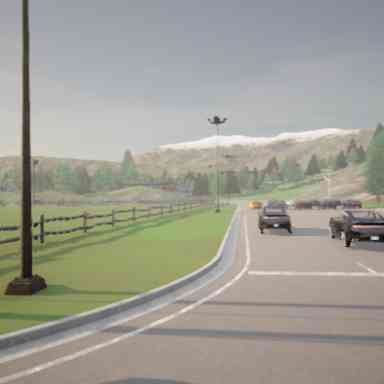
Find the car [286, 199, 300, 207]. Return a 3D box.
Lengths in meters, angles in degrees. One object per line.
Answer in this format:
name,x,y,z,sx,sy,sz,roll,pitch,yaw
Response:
car,18.452,2.027,61.019,1.812,1.442,4.674,-1,-1,9

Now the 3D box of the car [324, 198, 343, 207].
car,25.344,1.880,59.791,1.882,1.535,5.008,-1,-1,9

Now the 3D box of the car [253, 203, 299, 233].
car,5.164,1.684,21.044,2.128,1.511,4.902,-1,-1,10

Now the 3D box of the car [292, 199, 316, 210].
car,16.955,1.875,50.653,1.882,1.535,5.008,-1,-1,8

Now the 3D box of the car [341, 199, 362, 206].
car,23.911,1.807,49.833,1.837,1.490,4.892,-1,-1,9

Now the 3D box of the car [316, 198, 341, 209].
car,20.440,1.855,50.286,1.837,1.490,4.892,-1,-1,9

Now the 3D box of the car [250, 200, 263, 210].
car,10.112,1.977,52.189,1.882,1.535,5.008,-1,-1,9

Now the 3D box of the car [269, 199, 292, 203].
car,13.440,1.990,50.807,2.033,1.411,5.357,-1,-1,9

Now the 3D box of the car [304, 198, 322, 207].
car,21.904,1.944,60.451,2.128,1.511,4.902,-1,-1,9

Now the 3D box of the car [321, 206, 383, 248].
car,7.563,1.585,15.196,2.128,1.511,4.902,-1,-1,12
